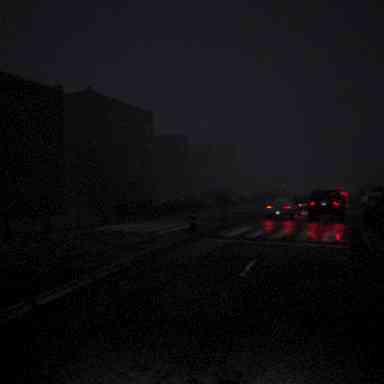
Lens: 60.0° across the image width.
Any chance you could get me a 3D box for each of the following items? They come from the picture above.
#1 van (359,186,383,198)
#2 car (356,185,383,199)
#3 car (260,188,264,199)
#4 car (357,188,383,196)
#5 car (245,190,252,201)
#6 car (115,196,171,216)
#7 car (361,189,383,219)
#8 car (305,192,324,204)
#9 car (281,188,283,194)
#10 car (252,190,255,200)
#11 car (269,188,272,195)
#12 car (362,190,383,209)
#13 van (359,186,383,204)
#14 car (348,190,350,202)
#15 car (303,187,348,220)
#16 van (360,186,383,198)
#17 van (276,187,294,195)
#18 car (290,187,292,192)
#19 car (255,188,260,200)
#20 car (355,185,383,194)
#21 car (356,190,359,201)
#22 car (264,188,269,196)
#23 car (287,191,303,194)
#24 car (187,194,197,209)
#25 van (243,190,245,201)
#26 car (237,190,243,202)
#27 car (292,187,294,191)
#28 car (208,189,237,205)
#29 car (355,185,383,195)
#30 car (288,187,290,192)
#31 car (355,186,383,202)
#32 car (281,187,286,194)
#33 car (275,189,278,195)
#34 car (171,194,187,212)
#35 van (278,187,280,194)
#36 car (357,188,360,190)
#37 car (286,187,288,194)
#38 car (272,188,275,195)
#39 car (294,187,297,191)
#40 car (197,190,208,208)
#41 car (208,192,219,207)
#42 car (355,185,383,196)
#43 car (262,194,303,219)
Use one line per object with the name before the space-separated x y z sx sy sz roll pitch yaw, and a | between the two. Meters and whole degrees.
van | 29.583 0.006 54.074 4.442 1.987 1.878 -1 1 26
car | 28.488 0.039 51.514 5.566 2.045 2.435 -1 1 26
car | 9.899 0.428 59.426 4.553 1.767 2.185 -1 1 26
car | 34.580 0.004 64.005 4.892 1.521 2.231 -1 1 26
car | 6.233 0.736 52.016 5.008 1.535 2.097 -1 1 26
car | -4.649 1.147 29.708 4.553 1.767 2.185 -1 1 26
car | 15.031 0.855 24.069 4.553 1.767 2.185 -1 1 26
car | 16.385 0.767 44.363 1.895 1.301 4.718 -1 1 27
car | 17.149 0.260 74.294 4.674 1.452 2.002 -1 1 26
car | 7.419 0.549 54.501 4.553 1.767 2.185 -1 1 26
car | 12.303 0.439 64.390 4.892 1.521 2.231 -1 1 26
car | 18.705 0.676 31.559 4.553 1.767 2.185 -1 1 26
van | 16.177 0.700 26.743 4.442 1.987 1.878 -1 1 26
car | 14.365 0.875 33.367 2.128 1.511 4.902 -1 1 27
car | 9.617 0.826 23.690 2.150 2.045 5.566 -1 1 26
van | 31.015 -0.055 56.464 4.442 1.987 1.878 -1 1 26
van | 25.523 -0.344 91.676 4.442 1.987 1.878 -1 1 26
car | 21.993 0.059 84.200 4.674 1.452 2.002 -1 1 26
car | 8.631 0.488 56.977 4.553 1.767 2.185 -1 1 26
car | 22.370 0.355 39.040 5.566 2.045 2.435 -1 1 26
car | 19.953 0.734 34.183 5.008 1.535 2.097 -1 1 26
car | 11.091 0.497 61.914 4.892 1.521 2.231 -1 1 26
car | 11.380 0.939 34.095 1.837 1.490 4.892 -1 1 26
car | -2.246 1.205 34.678 4.674 1.452 2.002 -1 1 26
van | 5.126 0.571 49.483 4.442 1.987 1.878 -1 1 26
car | 3.980 0.856 46.980 5.366 1.575 1.946 -1 1 26
car | 23.202 -0.028 86.677 5.008 1.535 2.097 -1 1 26
car | 2.571 0.673 44.595 5.566 2.045 2.435 -1 1 26
car | 39.450 -0.459 73.989 5.566 2.045 2.435 -1 1 26
car | 20.757 0.098 81.736 4.792 1.488 2.163 -1 1 26
car | 24.821 0.224 44.168 5.566 2.045 2.435 -1 1 26
car | 18.192 0.168 76.853 5.366 1.575 1.946 -1 1 26
car | 14.727 0.328 69.340 4.892 1.521 2.231 -1 1 26
car | -3.465 1.221 32.206 5.008 1.535 2.097 -1 1 26
van | 16.089 0.044 71.876 4.442 1.987 1.878 -1 1 26
car | 21.132 0.673 36.561 4.892 1.521 2.231 -1 1 26
car | 19.576 0.119 79.243 4.892 1.521 2.231 -1 1 26
car | 13.515 0.384 66.866 4.892 1.521 2.231 -1 1 26
car | 24.389 -0.325 89.160 5.566 2.045 2.435 -1 1 26
car | -1.011 0.983 37.139 4.553 1.767 2.185 -1 1 26
car | 0.172 1.051 39.638 4.892 1.521 2.231 -1 1 26
car | 35.780 -0.303 66.507 5.566 2.045 2.435 -1 1 26
car | 6.947 1.165 25.030 1.812 1.442 4.674 -1 1 27
